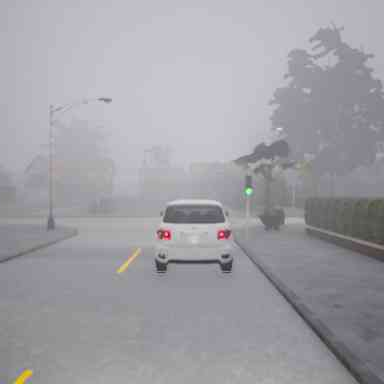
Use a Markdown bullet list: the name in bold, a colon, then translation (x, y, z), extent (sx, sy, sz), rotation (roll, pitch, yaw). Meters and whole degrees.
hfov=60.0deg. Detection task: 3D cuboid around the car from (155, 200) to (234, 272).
- **car**: translation (0.072, 1.254, 11.047), extent (2.150, 2.045, 5.566), rotation (0, 0, 0)
